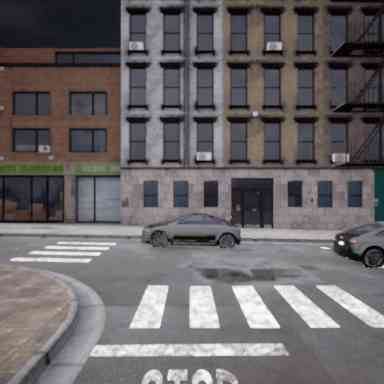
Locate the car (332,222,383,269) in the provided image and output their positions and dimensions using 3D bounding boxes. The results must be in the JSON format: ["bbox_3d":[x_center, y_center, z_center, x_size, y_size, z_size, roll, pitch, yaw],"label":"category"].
[{"bbox_3d":[6.988,1.725,11.143,4.181,1.385,1.994,1,0,0],"label":"car"}]

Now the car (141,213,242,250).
[{"bbox_3d":[-0.006,1.597,14.056,4.181,1.385,1.994,1,0,0],"label":"car"}]
